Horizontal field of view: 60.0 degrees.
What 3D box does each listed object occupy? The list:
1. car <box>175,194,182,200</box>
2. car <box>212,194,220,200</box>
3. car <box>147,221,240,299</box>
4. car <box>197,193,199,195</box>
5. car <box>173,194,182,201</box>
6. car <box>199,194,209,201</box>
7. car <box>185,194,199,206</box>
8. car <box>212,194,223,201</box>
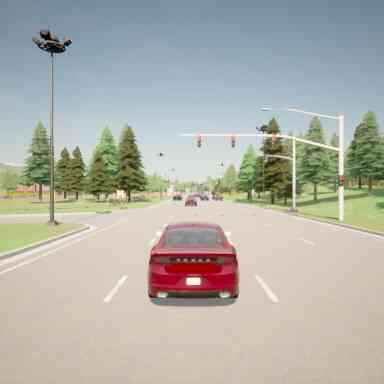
[{"bbox_3d":[-3.768,1.309,94.167,1.882,1.535,5.008,0,0,0],"label":"car"},{"bbox_3d":[6.732,1.371,94.197,2.033,1.411,5.357,0,0,0],"label":"car"},{"bbox_3d":[0.039,1.478,8.542,1.882,1.535,5.008,0,0,0],"label":"car"},{"bbox_3d":[3.232,1.356,94.187,2.128,1.511,4.902,0,0,0],"label":"car"},{"bbox_3d":[-3.738,1.468,83.747,1.882,1.535,5.008,0,0,0],"label":"car"},{"bbox_3d":[3.261,1.516,84.184,1.812,1.442,4.674,0,0,0],"label":"car"},{"bbox_3d":[-0.150,1.525,53.145,1.812,1.442,4.674,0,0,0],"label":"car"},{"bbox_3d":[6.762,1.516,83.778,2.128,1.511,4.902,0,0,0],"label":"car"}]
